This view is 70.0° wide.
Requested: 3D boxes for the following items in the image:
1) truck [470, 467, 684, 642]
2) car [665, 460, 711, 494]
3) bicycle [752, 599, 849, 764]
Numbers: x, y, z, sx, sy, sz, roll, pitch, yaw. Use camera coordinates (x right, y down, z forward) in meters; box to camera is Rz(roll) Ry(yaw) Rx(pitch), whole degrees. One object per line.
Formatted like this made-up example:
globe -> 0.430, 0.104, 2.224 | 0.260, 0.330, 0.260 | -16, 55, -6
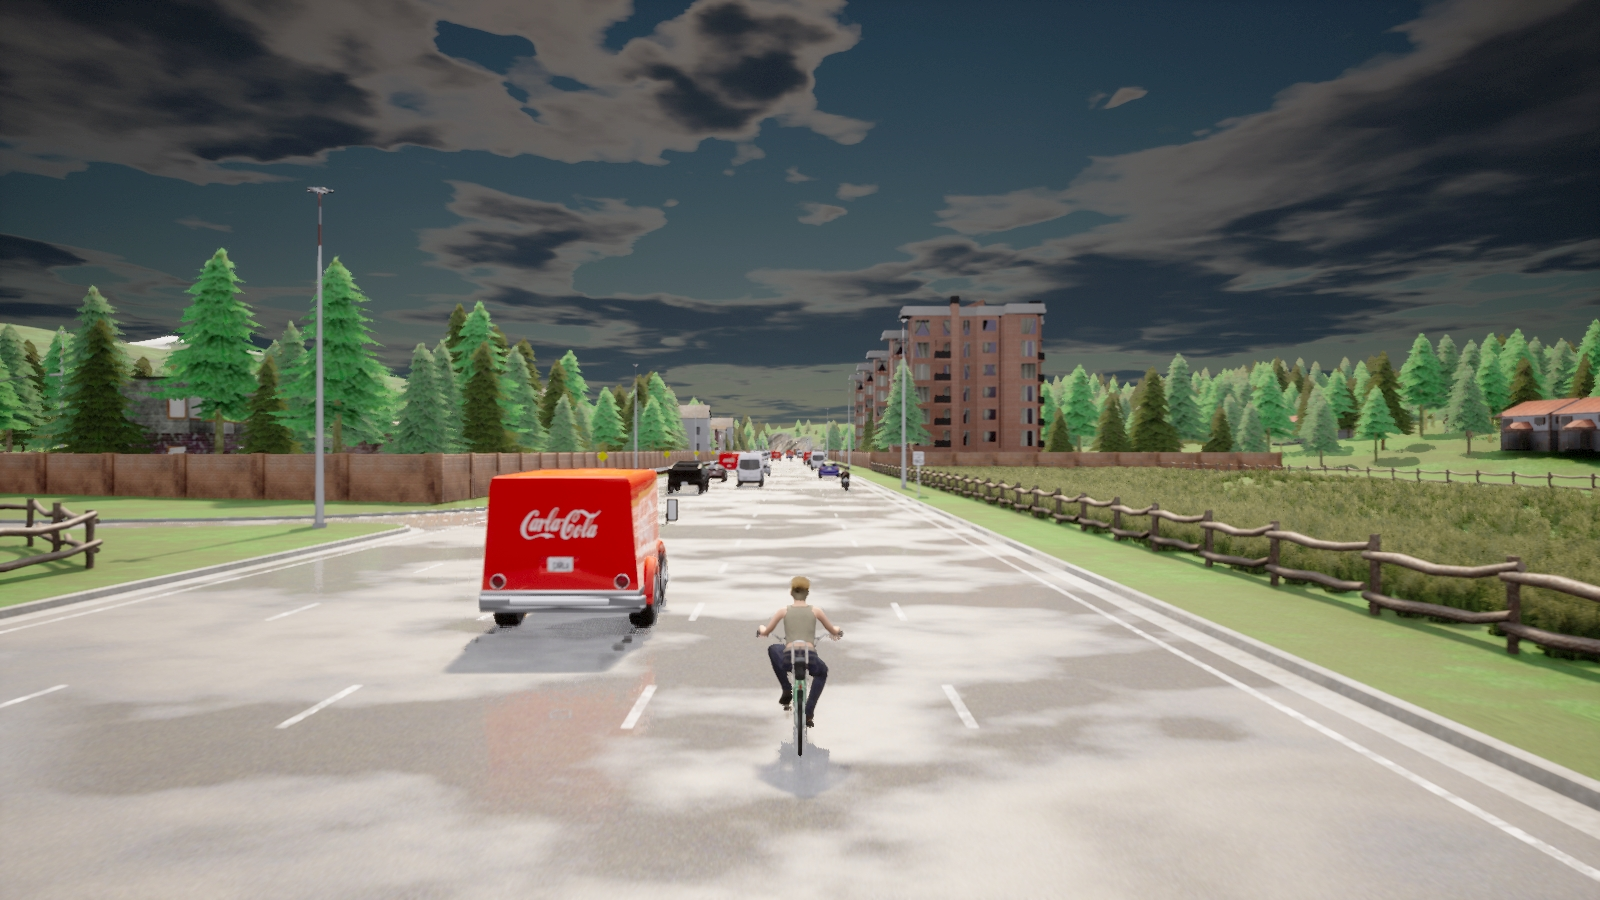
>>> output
truck -> -3.541, 1.571, 19.363 | 2.627, 2.467, 5.204 | 0, 0, 0
car -> -7.319, 1.757, 75.309 | 2.390, 2.098, 6.274 | 0, 0, 0
bicycle -> -0.001, 2.158, 10.924 | 0.859, 1.276, 1.487 | 0, 0, 0
